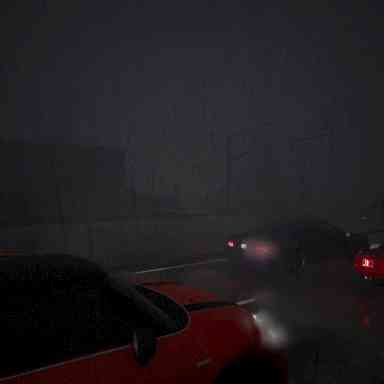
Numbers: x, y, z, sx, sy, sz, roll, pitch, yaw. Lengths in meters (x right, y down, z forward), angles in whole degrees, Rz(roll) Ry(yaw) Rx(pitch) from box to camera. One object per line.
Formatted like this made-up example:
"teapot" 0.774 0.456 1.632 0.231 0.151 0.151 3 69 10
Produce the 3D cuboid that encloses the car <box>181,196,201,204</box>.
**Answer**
"car" -0.220 1.564 67.440 1.994 1.385 4.181 0 0 -37

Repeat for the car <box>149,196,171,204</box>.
"car" -6.183 1.505 63.707 1.837 1.490 4.892 0 0 -36

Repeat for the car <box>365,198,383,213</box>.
"car" 21.603 1.477 37.808 5.008 1.535 1.882 0 0 -35

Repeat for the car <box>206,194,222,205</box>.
"car" 2.404 1.547 57.797 2.033 1.411 5.357 0 0 -36

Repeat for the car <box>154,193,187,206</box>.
"car" -3.628 1.221 54.183 2.150 2.045 5.566 0 0 -35

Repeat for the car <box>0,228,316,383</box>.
"car" -1.252 1.352 2.854 4.553 1.767 2.097 0 0 -35

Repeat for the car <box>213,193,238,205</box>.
"car" 5.659 1.222 59.287 2.150 2.045 5.566 0 0 -36

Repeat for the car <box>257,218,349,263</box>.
"car" 3.507 1.547 10.593 5.357 1.411 2.033 0 0 -35

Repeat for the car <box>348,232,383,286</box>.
"car" 6.079 1.601 8.122 4.718 1.301 1.895 0 0 -35

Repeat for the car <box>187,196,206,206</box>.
"car" -0.596 1.547 55.968 2.033 1.411 5.357 0 0 -36

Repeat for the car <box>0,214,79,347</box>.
"car" -4.310 1.352 4.972 4.553 1.767 2.097 0 0 -35

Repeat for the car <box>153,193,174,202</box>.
"car" -6.500 1.225 76.123 2.150 2.045 5.566 0 0 -36
